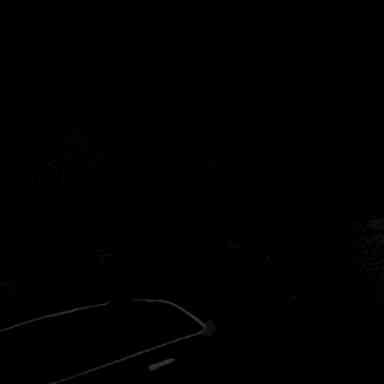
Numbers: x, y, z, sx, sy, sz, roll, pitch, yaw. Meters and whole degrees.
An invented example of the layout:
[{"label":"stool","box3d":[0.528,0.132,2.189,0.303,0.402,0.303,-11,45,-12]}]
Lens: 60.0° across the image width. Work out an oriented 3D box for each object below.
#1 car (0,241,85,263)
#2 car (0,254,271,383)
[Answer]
[{"label":"car","box3d":[-3.733,1.526,5.013,4.674,1.442,1.812,0,0,-36]},{"label":"car","box3d":[-1.475,1.505,2.633,4.892,1.490,1.837,0,0,-36]}]
